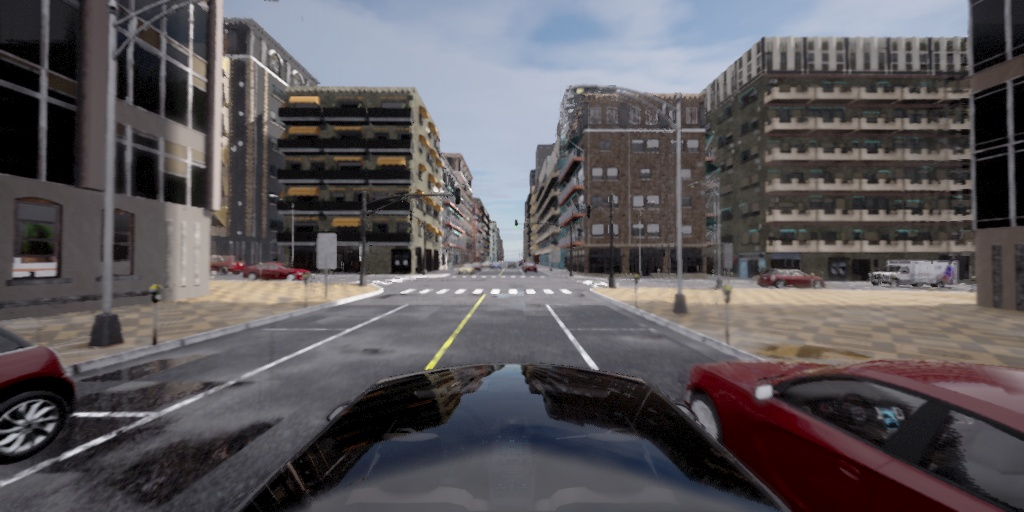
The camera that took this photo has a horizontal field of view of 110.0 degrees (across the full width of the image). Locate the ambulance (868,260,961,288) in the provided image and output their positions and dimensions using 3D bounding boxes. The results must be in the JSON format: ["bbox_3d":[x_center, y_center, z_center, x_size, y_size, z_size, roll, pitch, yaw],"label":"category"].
[{"bbox_3d":[36.255,1.626,32.553,6.366,2.431,2.351,1,-1,0],"label":"ambulance"}]

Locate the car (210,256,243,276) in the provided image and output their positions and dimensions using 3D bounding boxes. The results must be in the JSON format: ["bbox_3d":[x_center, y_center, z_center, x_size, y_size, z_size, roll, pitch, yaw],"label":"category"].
[{"bbox_3d":[-28.651,0.932,34.730,5.009,1.841,2.192,0,0,0],"label":"car"}]

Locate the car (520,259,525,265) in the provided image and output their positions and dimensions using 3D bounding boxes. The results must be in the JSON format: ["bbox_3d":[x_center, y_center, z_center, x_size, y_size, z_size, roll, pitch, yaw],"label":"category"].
[{"bbox_3d":[2.683,1.614,56.612,1.967,1.591,4.097,0,0,0],"label":"car"}]

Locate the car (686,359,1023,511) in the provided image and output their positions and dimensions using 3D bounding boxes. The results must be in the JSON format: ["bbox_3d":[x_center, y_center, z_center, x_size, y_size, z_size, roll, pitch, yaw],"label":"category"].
[{"bbox_3d":[2.692,1.298,2.054,1.888,1.381,4.507,0,0,0],"label":"car"}]

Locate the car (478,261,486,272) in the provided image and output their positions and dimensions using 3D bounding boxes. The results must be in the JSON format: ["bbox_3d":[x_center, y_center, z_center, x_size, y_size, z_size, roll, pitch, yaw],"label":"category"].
[{"bbox_3d":[-5.699,1.719,56.625,1.888,1.381,4.507,0,0,0],"label":"car"}]

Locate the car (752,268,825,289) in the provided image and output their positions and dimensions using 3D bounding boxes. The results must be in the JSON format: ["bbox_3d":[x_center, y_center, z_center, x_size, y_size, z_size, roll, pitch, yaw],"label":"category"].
[{"bbox_3d":[20.831,1.693,26.760,4.097,1.591,1.967,0,0,0],"label":"car"}]

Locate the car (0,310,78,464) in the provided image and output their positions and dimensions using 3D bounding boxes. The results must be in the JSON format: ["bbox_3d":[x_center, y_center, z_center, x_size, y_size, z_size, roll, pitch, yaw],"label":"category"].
[{"bbox_3d":[-5.689,1.192,2.054,1.967,1.591,4.097,0,0,0],"label":"car"}]

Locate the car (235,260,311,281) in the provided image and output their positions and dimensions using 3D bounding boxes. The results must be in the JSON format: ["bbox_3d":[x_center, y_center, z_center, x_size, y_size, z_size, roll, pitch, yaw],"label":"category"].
[{"bbox_3d":[-17.266,1.196,26.437,4.507,1.381,1.888,0,0,0],"label":"car"}]

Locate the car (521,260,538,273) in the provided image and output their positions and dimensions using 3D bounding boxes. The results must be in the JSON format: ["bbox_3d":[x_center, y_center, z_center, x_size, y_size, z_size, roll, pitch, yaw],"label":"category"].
[{"bbox_3d":[2.684,1.677,51.089,1.888,1.381,4.507,0,0,0],"label":"car"}]

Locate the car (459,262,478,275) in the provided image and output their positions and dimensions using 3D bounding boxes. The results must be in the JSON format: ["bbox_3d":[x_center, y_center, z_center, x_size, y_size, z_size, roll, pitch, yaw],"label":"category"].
[{"bbox_3d":[-5.696,1.613,45.408,1.751,1.417,4.829,0,0,0],"label":"car"}]
